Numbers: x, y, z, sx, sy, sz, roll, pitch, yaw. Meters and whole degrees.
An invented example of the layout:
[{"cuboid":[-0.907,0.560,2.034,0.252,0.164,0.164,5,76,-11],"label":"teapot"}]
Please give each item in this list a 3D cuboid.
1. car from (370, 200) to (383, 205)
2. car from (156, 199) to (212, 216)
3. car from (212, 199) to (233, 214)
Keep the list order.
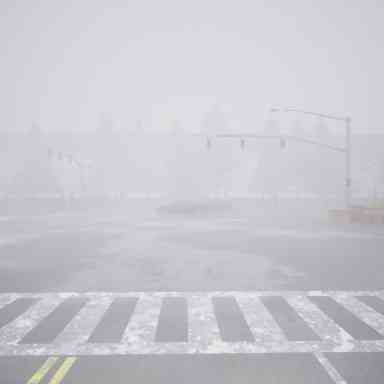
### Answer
[{"cuboid":[20.044,1.564,32.178,4.181,1.385,1.994,0,0,-2],"label":"car"},{"cuboid":[-0.936,1.477,31.538,5.008,1.535,1.882,0,0,-2],"label":"car"},{"cuboid":[1.850,1.477,35.126,5.008,1.535,1.882,0,0,-2],"label":"car"}]
